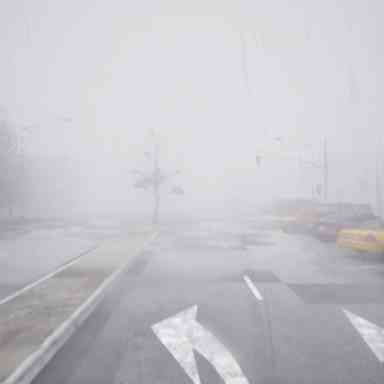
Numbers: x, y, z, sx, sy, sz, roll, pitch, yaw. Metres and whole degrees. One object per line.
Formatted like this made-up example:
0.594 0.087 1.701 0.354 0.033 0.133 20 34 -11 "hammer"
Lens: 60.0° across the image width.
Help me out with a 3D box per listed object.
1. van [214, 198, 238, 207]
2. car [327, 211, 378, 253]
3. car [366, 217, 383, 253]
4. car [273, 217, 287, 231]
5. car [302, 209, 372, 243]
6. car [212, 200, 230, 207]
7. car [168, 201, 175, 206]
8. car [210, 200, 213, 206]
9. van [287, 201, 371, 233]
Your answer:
7.958 2.320 74.123 4.442 1.987 1.878 2 -2 -20 "van"
8.242 1.670 13.000 5.366 1.575 1.946 1 -1 -20 "car"
8.062 1.627 9.953 4.892 1.521 2.231 1 -1 -20 "car"
7.895 1.800 21.815 5.366 1.575 1.946 1 -1 -20 "car"
8.094 1.745 15.930 4.792 1.488 2.163 1 -1 -20 "car"
8.095 3.117 92.027 4.553 1.767 2.185 2 -2 -20 "car"
-5.888 3.411 95.360 2.128 1.511 4.902 0 -2 0 "car"
7.891 2.887 83.019 5.366 1.575 1.946 2 -2 -20 "car"
7.962 1.533 18.860 4.442 1.987 1.878 1 -1 -20 "van"
